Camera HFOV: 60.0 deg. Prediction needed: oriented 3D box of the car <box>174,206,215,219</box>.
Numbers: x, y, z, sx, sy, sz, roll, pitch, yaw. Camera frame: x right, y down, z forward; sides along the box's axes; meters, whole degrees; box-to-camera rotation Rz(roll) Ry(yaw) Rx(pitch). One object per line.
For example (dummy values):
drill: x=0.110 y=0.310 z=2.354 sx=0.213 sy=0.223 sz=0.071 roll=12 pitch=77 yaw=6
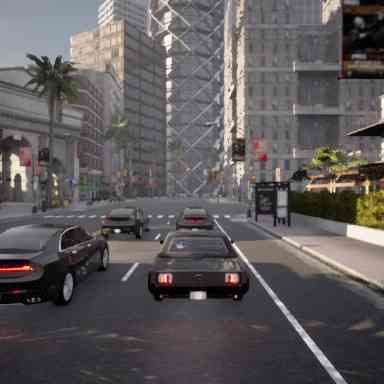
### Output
car: x=0.137 y=1.504 z=17.548 sx=1.837 sy=1.490 sz=4.892 roll=0 pitch=0 yaw=0

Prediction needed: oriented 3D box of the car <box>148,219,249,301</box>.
car: x=0.122 y=1.601 z=8.285 sx=1.895 sy=1.301 sz=4.718 roll=0 pitch=0 yaw=0

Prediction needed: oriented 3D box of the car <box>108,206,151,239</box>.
car: x=-3.362 y=1.504 z=17.433 sx=1.837 sy=1.490 sz=4.892 roll=0 pitch=0 yaw=0

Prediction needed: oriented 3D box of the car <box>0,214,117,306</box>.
car: x=-3.370 y=1.505 z=8.027 sx=1.837 sy=1.490 sz=4.892 roll=0 pitch=0 yaw=0
